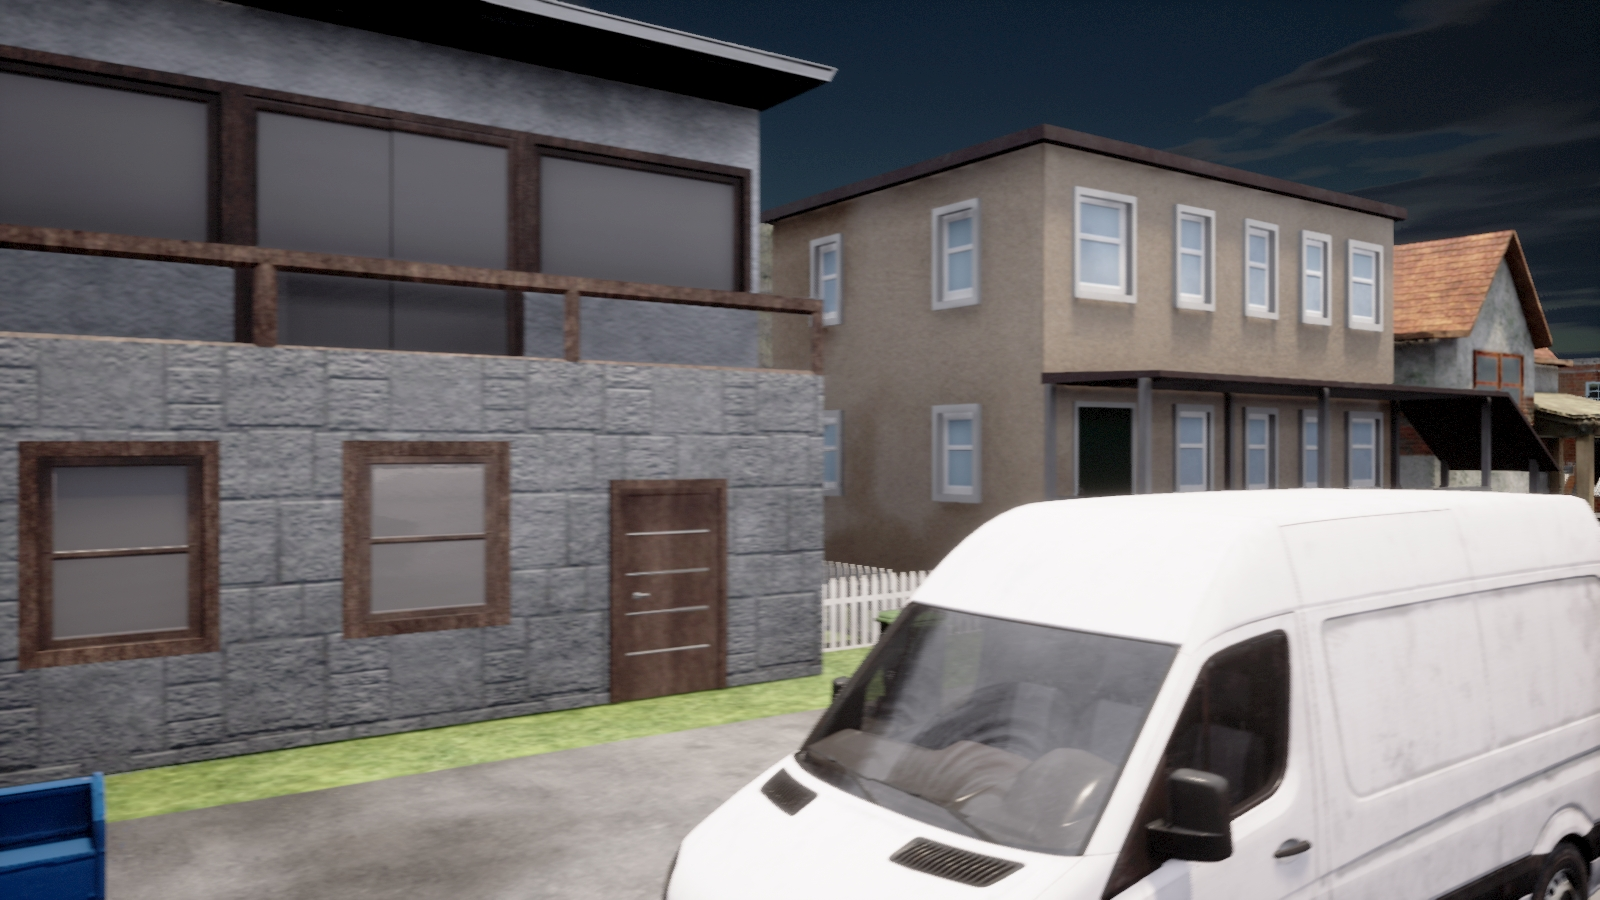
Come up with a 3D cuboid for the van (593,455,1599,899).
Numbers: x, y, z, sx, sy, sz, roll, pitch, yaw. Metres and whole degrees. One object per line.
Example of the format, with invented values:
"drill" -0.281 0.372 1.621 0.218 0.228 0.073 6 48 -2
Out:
"van" 2.091 1.314 5.857 5.915 2.561 1.988 0 0 -35
